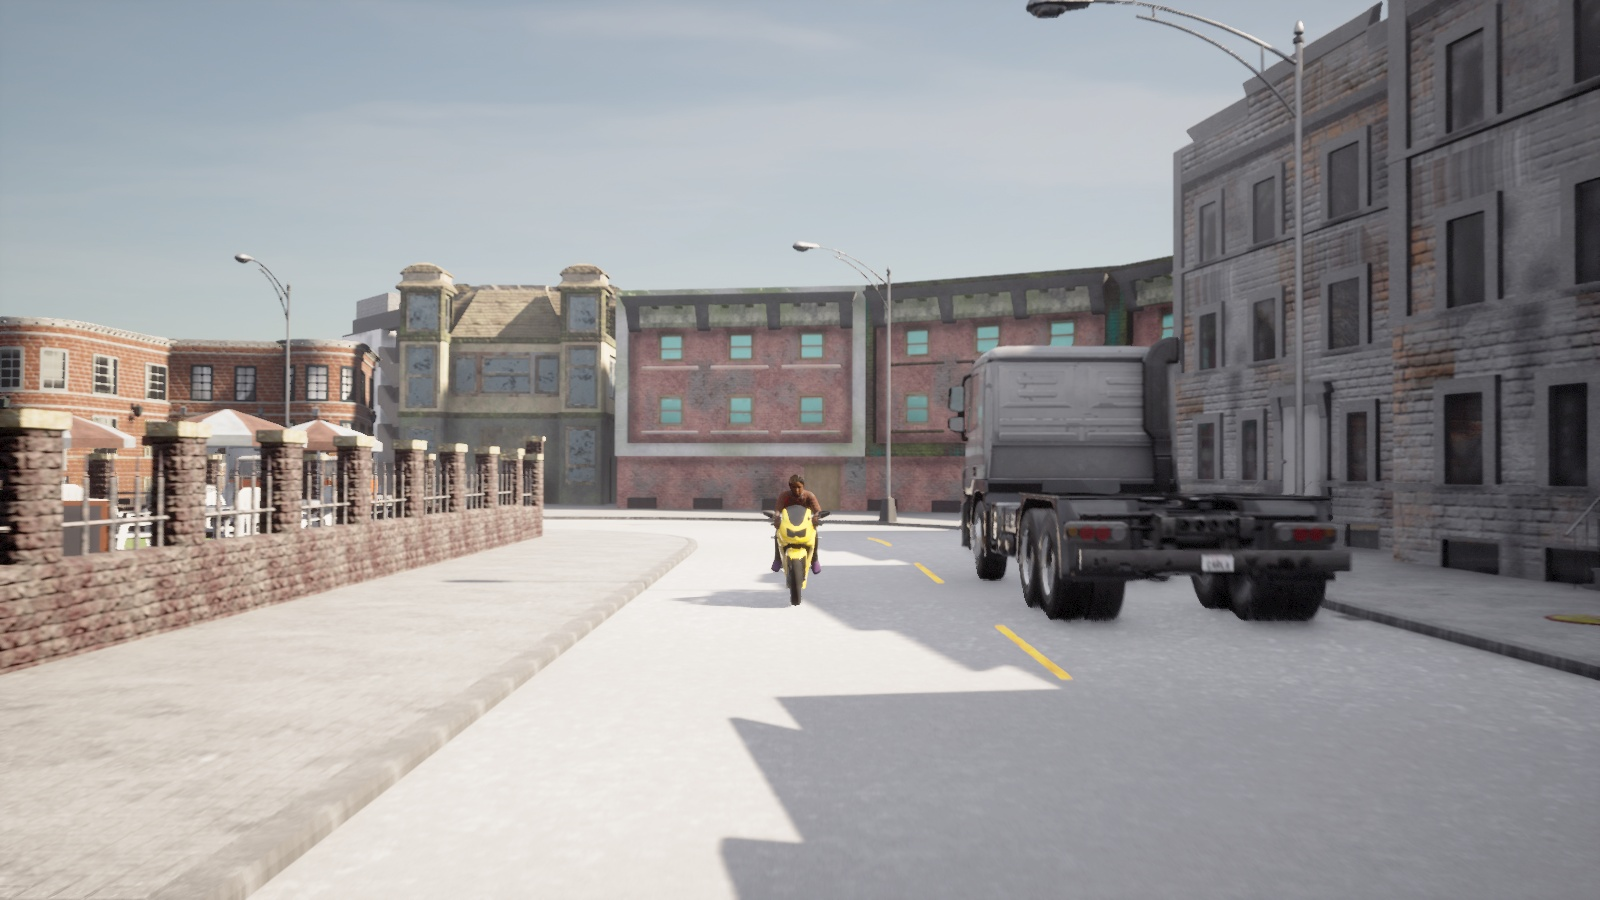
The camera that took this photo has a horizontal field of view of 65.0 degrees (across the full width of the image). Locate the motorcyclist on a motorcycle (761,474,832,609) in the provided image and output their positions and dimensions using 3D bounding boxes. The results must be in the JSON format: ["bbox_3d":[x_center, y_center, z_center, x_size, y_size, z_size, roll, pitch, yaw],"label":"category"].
[{"bbox_3d":[-0.035,1.051,15.198,0.797,1.523,2.044,0,-1,0],"label":"motorcyclist on a motorcycle"}]

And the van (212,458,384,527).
[{"bbox_3d":[-14.993,1.257,37.638,4.442,1.987,1.775,0,-1,0],"label":"van"}]

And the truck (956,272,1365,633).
[{"bbox_3d":[3.957,0.085,16.046,2.891,3.462,7.936,0,-1,0],"label":"truck"}]
